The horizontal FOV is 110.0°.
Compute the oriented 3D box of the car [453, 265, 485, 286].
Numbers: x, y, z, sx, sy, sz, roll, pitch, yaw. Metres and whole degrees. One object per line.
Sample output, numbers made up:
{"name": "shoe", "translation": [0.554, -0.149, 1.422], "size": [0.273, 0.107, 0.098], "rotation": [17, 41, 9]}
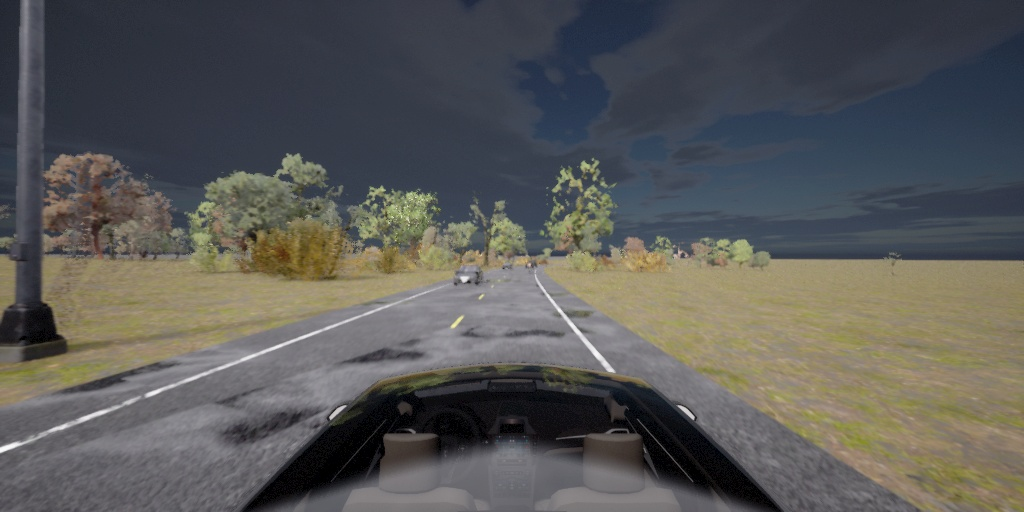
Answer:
{"name": "car", "translation": [-3.184, 1.434, 27.084], "size": [2.128, 1.511, 4.902], "rotation": [0, -1, 2]}

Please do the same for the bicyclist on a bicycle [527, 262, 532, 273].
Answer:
{"name": "bicyclist on a bicycle", "translation": [2.415, 1.636, 50.160], "size": [0.866, 1.612, 1.509], "rotation": [0, -1, 3]}
